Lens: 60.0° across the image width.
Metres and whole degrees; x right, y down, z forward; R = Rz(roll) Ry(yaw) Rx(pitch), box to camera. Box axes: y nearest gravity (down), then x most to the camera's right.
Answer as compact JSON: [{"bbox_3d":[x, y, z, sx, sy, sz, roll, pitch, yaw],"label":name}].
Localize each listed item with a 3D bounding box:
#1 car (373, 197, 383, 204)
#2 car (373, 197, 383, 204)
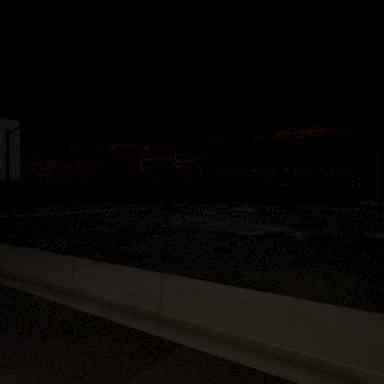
[{"bbox_3d":[37.534,1.576,65.374,1.853,1.218,4.536,1,1,6],"label":"car"},{"bbox_3d":[37.527,1.734,65.323,2.038,1.542,4.974,1,1,6],"label":"car"}]
